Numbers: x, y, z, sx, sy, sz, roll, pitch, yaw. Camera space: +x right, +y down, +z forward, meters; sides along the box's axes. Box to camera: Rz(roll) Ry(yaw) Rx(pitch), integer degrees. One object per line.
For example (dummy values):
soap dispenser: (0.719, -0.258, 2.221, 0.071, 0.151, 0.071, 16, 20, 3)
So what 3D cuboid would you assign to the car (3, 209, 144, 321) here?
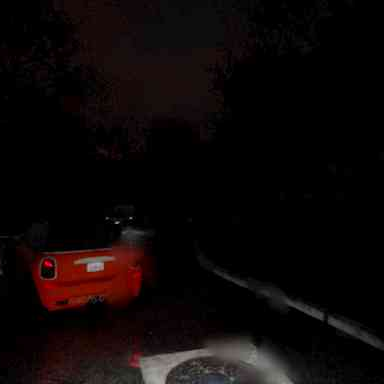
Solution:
car: (-2.928, 1.351, 7.682, 2.097, 1.767, 4.553, 1, -1, -35)

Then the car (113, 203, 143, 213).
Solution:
car: (-4.242, 1.465, 21.353, 1.812, 1.442, 4.674, 0, 1, 0)

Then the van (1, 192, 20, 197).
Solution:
van: (-28.200, 1.051, 49.708, 4.442, 1.987, 1.878, 1, 1, -38)

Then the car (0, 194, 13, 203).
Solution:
car: (-33.206, 1.053, 56.367, 4.792, 1.488, 2.163, 1, 1, -38)
